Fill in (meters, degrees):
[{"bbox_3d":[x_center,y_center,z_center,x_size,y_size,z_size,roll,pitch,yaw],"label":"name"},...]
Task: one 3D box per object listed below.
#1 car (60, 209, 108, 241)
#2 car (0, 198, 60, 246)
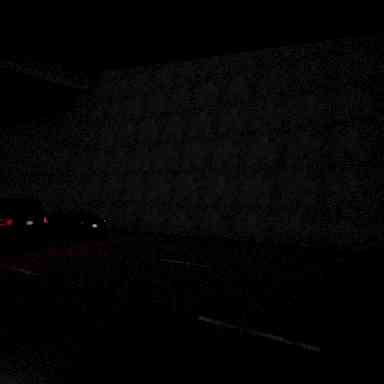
[{"bbox_3d":[-6.236,1.570,16.916,4.181,1.385,1.994,0,0,35],"label":"car"},{"bbox_3d":[-8.293,1.255,14.084,5.566,2.045,2.150,0,0,35],"label":"car"}]
